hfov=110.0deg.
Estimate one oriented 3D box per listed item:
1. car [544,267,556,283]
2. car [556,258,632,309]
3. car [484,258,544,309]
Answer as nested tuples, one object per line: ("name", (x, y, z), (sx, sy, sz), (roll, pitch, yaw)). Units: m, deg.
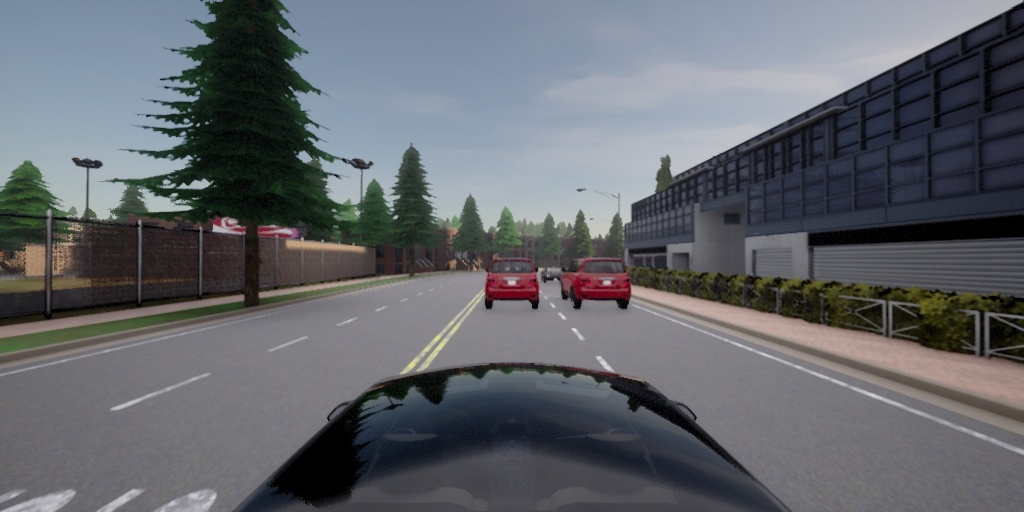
("car", (3.511, 1.627, 30.959), (1.895, 1.301, 4.718), (0, -1, 0))
("car", (3.502, 1.100, 15.878), (2.150, 2.045, 5.566), (0, 0, 0))
("car", (0.002, 1.100, 15.872), (2.150, 2.045, 5.566), (0, 0, 0))
